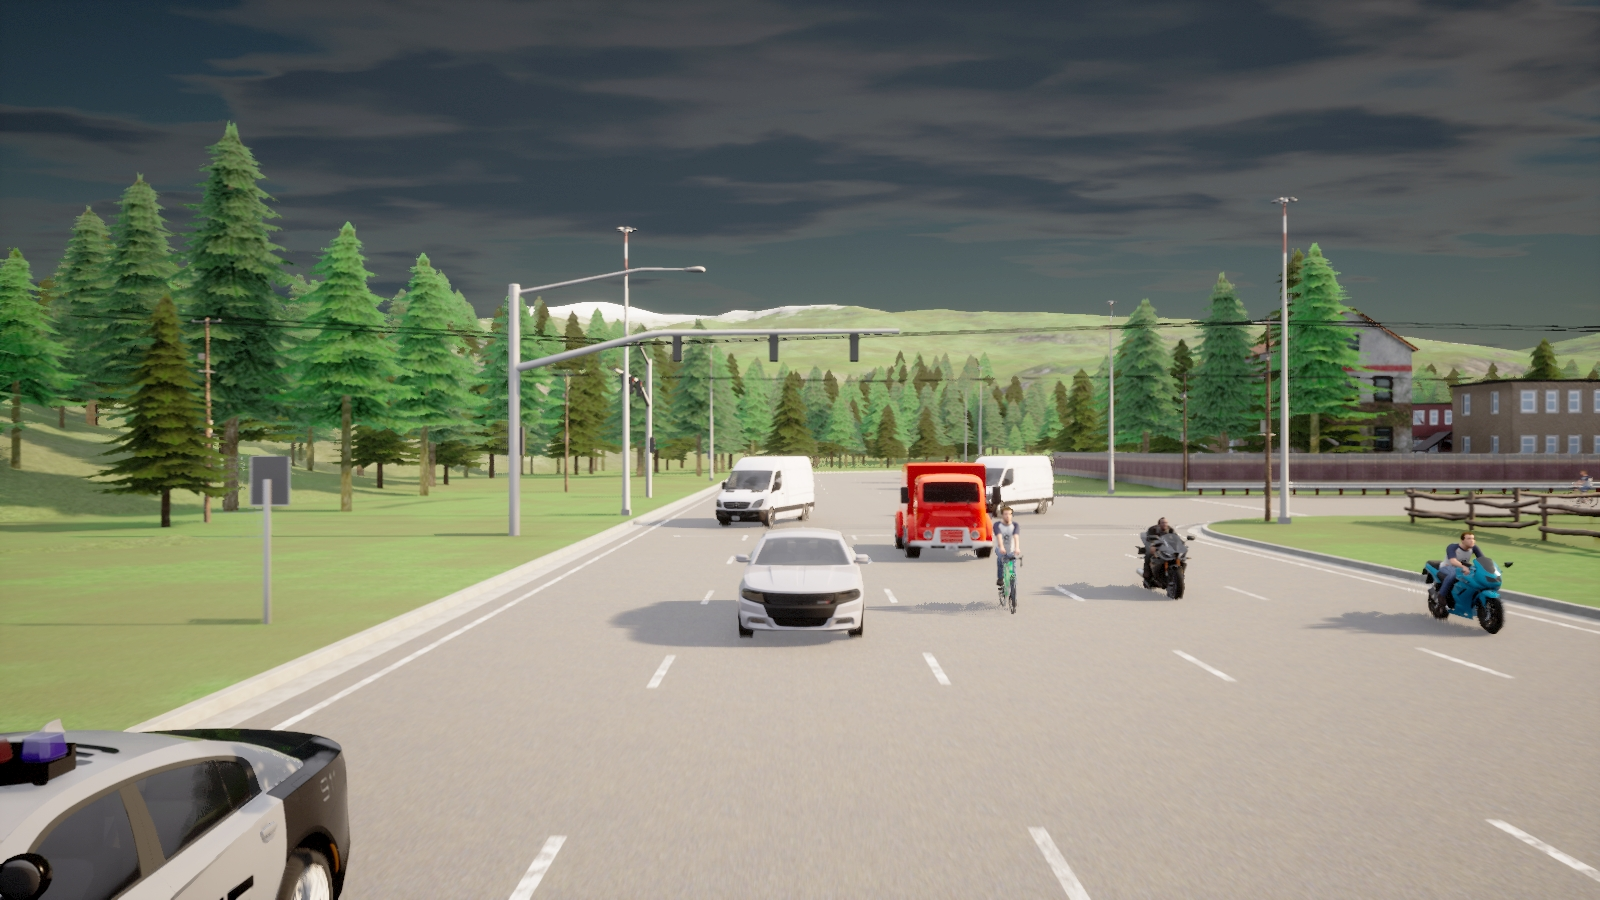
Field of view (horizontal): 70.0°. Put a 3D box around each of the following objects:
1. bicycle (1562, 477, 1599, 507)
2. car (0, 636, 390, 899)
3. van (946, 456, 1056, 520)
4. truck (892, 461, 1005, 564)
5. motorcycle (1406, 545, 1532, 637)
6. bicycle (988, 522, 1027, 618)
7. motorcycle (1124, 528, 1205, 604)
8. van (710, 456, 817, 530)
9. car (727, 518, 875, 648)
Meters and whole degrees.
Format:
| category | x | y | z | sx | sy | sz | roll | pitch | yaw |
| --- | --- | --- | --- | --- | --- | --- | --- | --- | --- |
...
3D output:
| category | x | y | z | sx | sy | sz | roll | pitch | yaw |
| --- | --- | --- | --- | --- | --- | --- | --- | --- | --- |
| bicycle | 38.360 | 2.056 | 56.082 | 1.643 | 1.496 | 0.373 | 0 | 0 | 0 |
| car | -3.609 | 1.982 | 4.515 | 2.097 | 1.638 | 5.238 | 0 | 0 | 0 |
| van | 8.631 | 1.534 | 48.578 | 1.988 | 2.561 | 5.915 | 0 | 0 | 39 |
| truck | 3.874 | 1.568 | 30.770 | 2.627 | 2.467 | 5.204 | 0 | 0 | 3 |
| motorcycle | 10.510 | 2.186 | 18.036 | 0.803 | 1.199 | 2.033 | 0 | 0 | 0 |
| bicycle | 3.610 | 2.056 | 19.917 | 0.373 | 1.496 | 1.643 | 1 | 0 | 0 |
| motorcycle | 7.021 | 2.205 | 22.135 | 0.867 | 1.251 | 2.209 | 0 | 0 | 0 |
| van | -1.268 | 1.534 | 43.176 | 1.988 | 2.561 | 5.915 | 0 | 0 | 20 |
| car | 0.040 | 2.034 | 18.656 | 2.097 | 1.535 | 5.006 | 0 | 0 | 1 |
